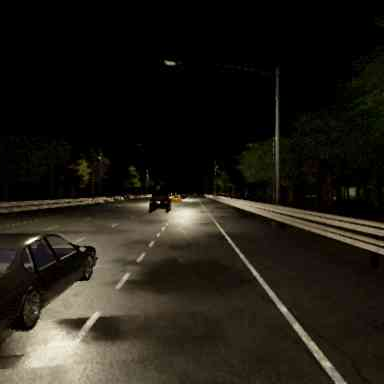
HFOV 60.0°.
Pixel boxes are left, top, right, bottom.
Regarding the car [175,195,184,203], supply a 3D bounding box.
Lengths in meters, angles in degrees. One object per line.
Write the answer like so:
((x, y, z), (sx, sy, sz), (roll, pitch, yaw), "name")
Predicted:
((-3.389, 1.548, 74.609), (1.882, 1.535, 5.008), (0, 0, 0), "car")

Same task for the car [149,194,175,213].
((-3.494, 1.240, 37.447), (2.150, 2.045, 5.566), (0, 0, 0), "car")

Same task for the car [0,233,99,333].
((-3.500, 1.549, 6.773), (2.033, 1.411, 5.357), (0, 0, 0), "car")
